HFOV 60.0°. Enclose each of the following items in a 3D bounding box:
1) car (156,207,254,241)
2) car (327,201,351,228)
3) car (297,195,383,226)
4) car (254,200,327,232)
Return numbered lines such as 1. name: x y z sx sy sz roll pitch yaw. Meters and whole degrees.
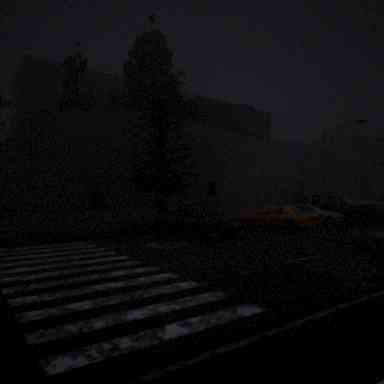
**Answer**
1. car: 0.333 1.520 16.779 4.792 1.488 2.163 -1 -1 35
2. car: 7.643 1.523 22.023 4.674 1.452 2.002 -1 -1 34
3. car: 10.118 1.225 23.752 5.566 2.045 2.435 -1 -1 35
4. car: 5.043 1.488 20.376 5.366 1.575 1.946 -1 0 35
